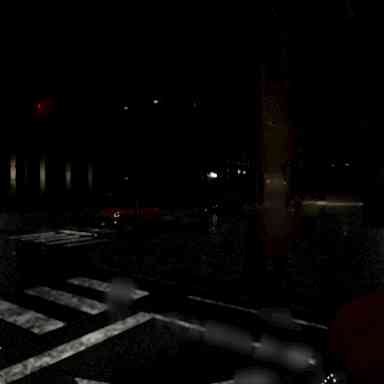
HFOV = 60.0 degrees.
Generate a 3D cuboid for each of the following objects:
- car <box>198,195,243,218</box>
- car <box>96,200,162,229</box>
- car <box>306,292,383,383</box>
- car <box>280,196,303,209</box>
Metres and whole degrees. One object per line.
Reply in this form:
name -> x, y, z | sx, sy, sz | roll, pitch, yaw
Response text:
car -> 2.803, 1.262, 31.725 | 2.150, 2.045, 5.566 | 0, 0, 36
car -> -4.099, 1.378, 22.119 | 2.097, 1.767, 4.553 | 0, 0, 35
car -> 3.340, 1.221, 1.305 | 5.566, 2.045, 2.150 | 0, 0, 36
car -> 14.266, 1.416, 47.562 | 2.097, 1.767, 4.553 | 0, 0, 36
